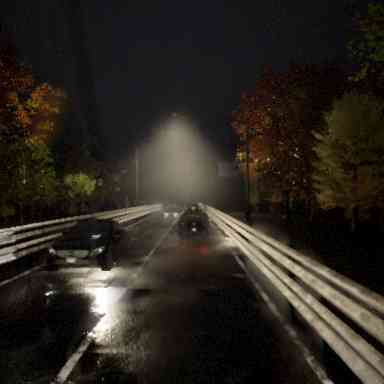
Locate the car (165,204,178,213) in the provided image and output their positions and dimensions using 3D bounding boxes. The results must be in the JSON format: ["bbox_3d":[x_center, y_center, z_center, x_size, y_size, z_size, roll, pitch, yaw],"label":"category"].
[{"bbox_3d":[-3.274,2.615,52.951,1.895,1.301,4.718,0,-1,0],"label":"car"}]

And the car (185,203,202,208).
[{"bbox_3d":[0.141,2.124,42.378,2.097,1.767,4.553,0,-1,0],"label":"car"}]

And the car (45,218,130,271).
[{"bbox_3d":[-3.351,1.672,11.580,1.812,1.442,4.674,0,-1,0],"label":"car"}]

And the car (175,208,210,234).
[{"bbox_3d":[0.119,1.911,21.255,1.895,1.301,4.718,0,-1,0],"label":"car"}]
